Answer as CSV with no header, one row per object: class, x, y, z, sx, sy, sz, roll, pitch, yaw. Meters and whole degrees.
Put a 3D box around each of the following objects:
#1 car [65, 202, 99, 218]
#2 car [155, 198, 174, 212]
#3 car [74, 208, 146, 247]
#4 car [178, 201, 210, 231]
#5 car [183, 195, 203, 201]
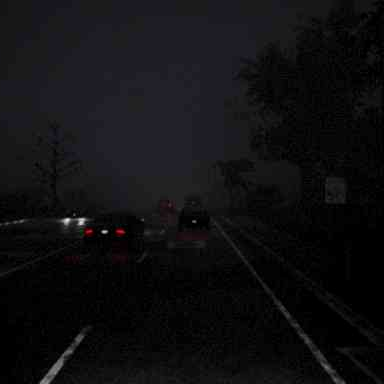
car,-10.448,1.663,32.254,2.033,1.411,5.357,0,0,0
car,-3.334,1.500,40.944,2.097,1.767,4.553,0,0,0
car,-3.375,1.603,15.379,2.033,1.411,5.357,0,0,0
car,0.135,1.555,21.478,1.882,1.535,5.008,0,0,0
car,0.163,1.365,40.123,2.150,2.045,5.566,0,0,0
